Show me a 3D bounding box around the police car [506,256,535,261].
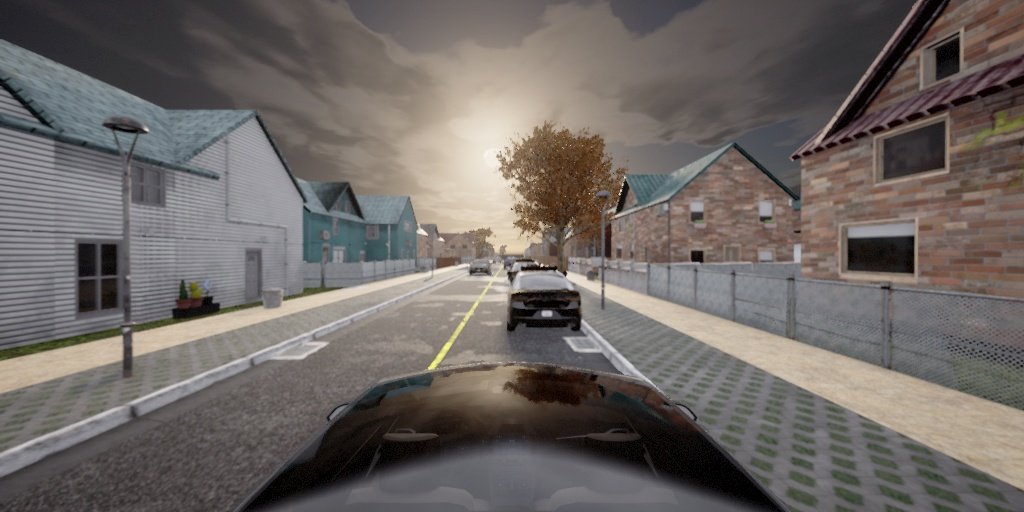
[{"bbox_3d":[0.773,1.025,20.830,1.930,1.638,5.238,0,0,0],"label":"police car"}]

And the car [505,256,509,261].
[{"bbox_3d":[0.756,0.905,26.689,2.097,1.767,4.553,0,0,0],"label":"car"}]

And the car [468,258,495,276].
[{"bbox_3d":[-2.932,1.010,33.821,1.837,1.490,4.892,0,0,0],"label":"car"}]

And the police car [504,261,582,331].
[{"bbox_3d":[0.800,1.103,10.830,1.930,1.638,5.238,0,0,0],"label":"police car"}]

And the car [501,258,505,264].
[{"bbox_3d":[-0.090,0.810,50.385,2.097,1.767,4.553,0,0,0],"label":"car"}]
